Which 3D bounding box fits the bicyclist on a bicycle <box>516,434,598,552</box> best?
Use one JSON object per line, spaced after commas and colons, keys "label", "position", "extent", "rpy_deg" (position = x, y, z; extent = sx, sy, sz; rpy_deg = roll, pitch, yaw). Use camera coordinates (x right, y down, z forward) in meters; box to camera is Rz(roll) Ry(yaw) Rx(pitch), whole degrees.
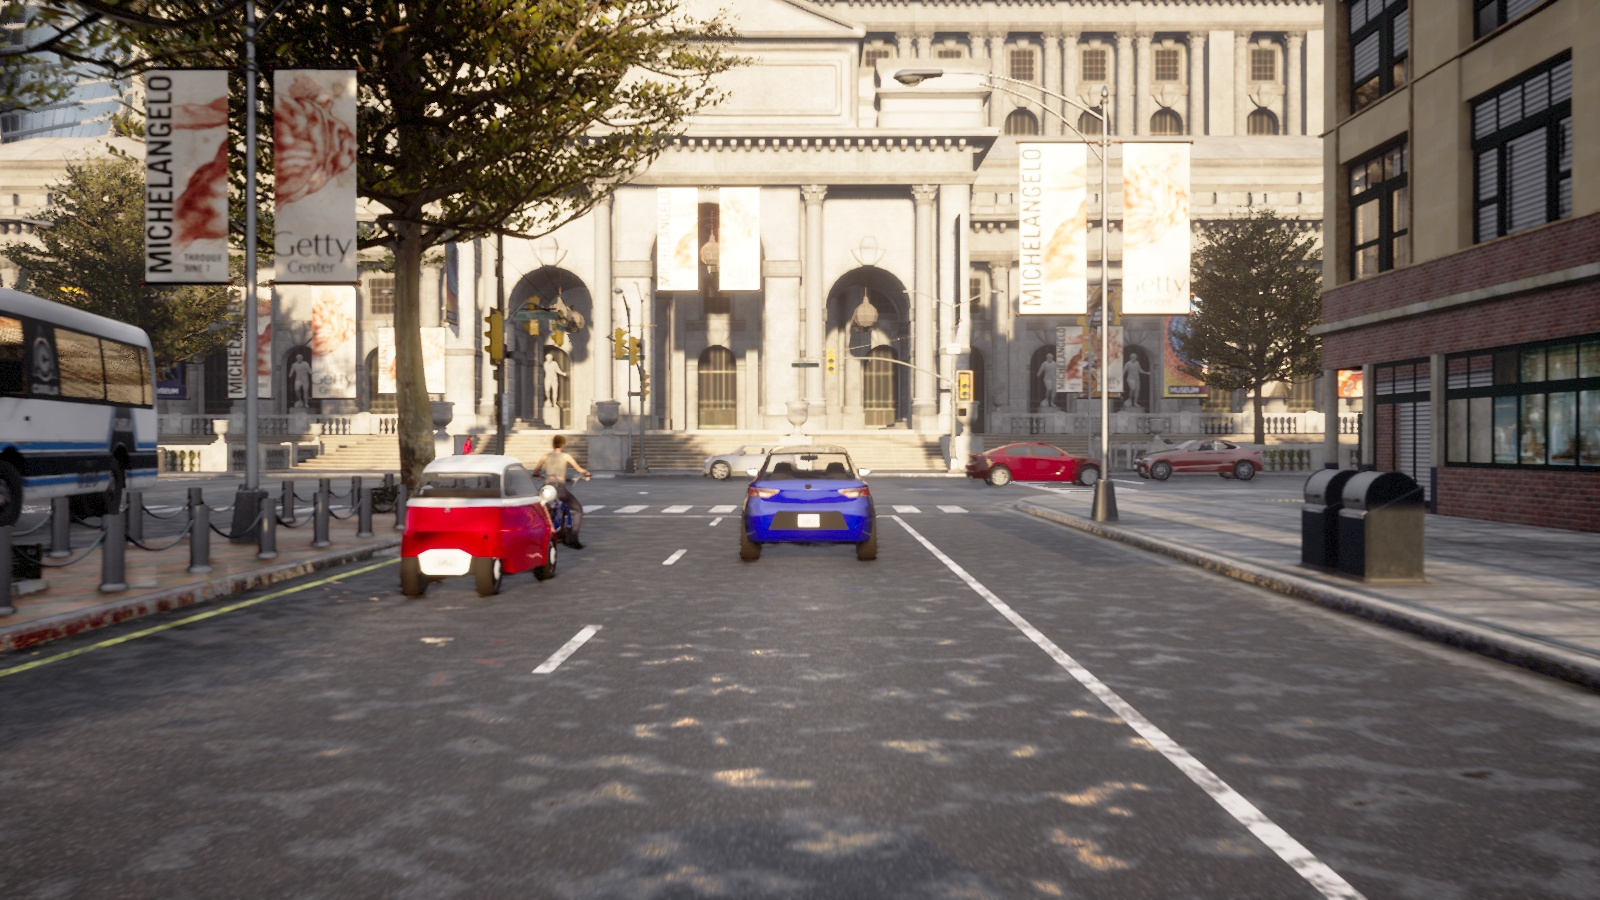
{"label": "bicyclist on a bicycle", "position": [-3.431, 0.581, 17.841], "extent": [0.866, 1.612, 1.509], "rpy_deg": [0, 0, 0]}

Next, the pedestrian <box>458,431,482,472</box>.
{"label": "pedestrian", "position": [-15.172, 0.069, 57.768], "extent": [0.899, 1.844, 0.634], "rpy_deg": [0, 0, 1]}

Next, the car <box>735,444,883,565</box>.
{"label": "car", "position": [0.118, 0.663, 17.470], "extent": [1.816, 1.474, 4.193], "rpy_deg": [0, 0, 0]}

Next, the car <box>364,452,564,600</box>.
{"label": "car", "position": [-3.408, 0.726, 13.073], "extent": [1.481, 1.376, 2.207], "rpy_deg": [0, 1, 0]}

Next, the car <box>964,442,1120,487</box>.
{"label": "car", "position": [8.307, 0.490, 43.414], "extent": [5.008, 1.535, 1.882], "rpy_deg": [0, 0, 1]}

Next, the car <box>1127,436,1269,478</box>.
{"label": "car", "position": [15.902, 0.259, 50.338], "extent": [5.027, 1.651, 2.152], "rpy_deg": [0, 0, 1]}

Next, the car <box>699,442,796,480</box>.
{"label": "car", "position": [-2.071, 0.429, 50.516], "extent": [3.806, 1.475, 1.970], "rpy_deg": [0, 0, 1]}

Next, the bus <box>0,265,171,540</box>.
{"label": "bus", "position": [-15.113, -0.771, 22.965], "extent": [3.944, 4.253, 10.273], "rpy_deg": [1, 0, -12]}
